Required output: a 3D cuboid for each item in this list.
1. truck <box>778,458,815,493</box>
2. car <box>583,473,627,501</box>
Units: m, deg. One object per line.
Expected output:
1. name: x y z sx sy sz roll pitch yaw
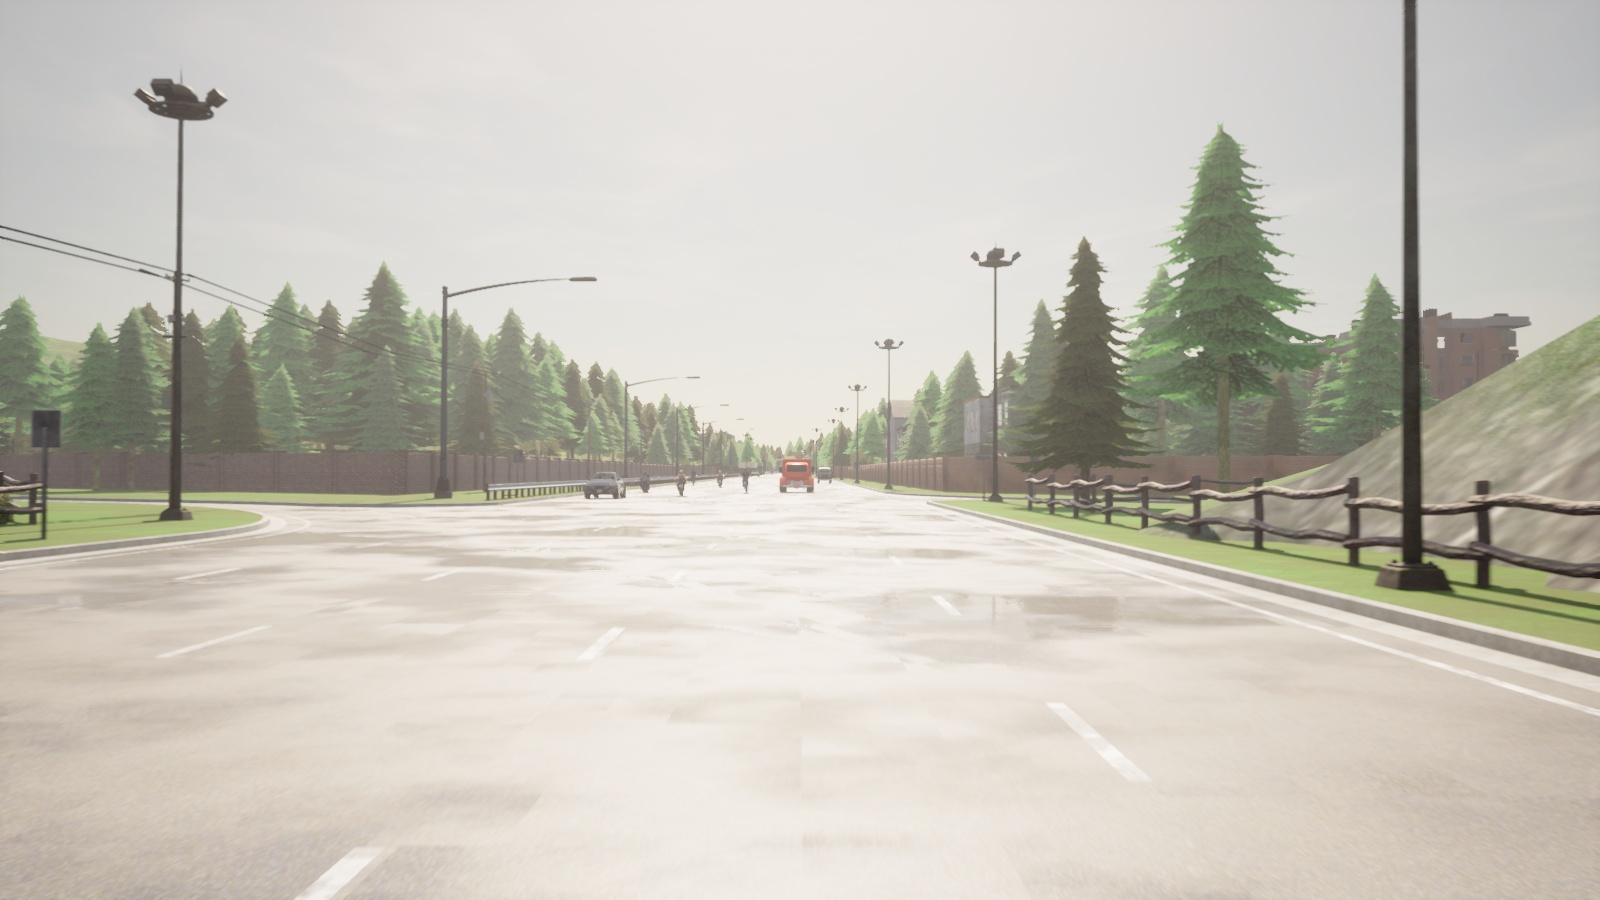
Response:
1. truck: -0.227 1.873 92.040 2.627 2.467 5.204 0 -1 0
2. car: -10.669 2.028 68.986 1.816 1.474 4.193 0 -1 0
